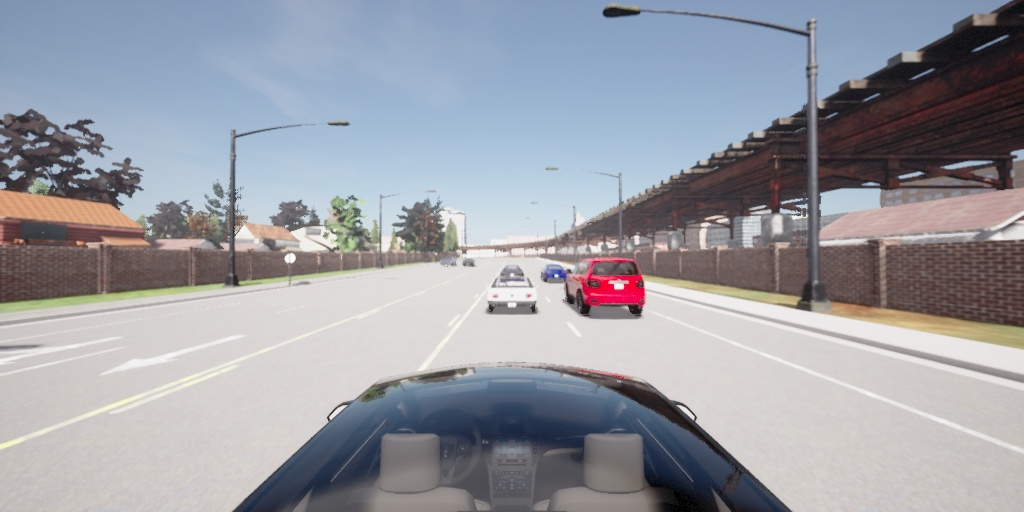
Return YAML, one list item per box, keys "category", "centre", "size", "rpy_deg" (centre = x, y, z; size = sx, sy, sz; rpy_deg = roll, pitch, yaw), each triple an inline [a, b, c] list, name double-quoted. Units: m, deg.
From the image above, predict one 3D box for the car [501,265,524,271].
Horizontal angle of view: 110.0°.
- category: "car"
  centre: [0.022, 1.440, 30.216]
  size: [1.994, 1.385, 4.181]
  rpy_deg: [0, 0, 1]

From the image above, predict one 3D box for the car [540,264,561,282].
- category: "car"
  centre: [3.529, 1.398, 30.674]
  size: [1.812, 1.442, 4.674]
  rpy_deg: [0, 1, 0]

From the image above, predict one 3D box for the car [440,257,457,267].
- category: "car"
  centre: [-10.553, 0.922, 59.549]
  size: [2.097, 1.767, 4.553]
  rpy_deg: [0, 1, 0]

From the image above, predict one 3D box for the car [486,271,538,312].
- category: "car"
  centre: [0.019, 1.477, 15.060]
  size: [1.895, 1.301, 4.718]
  rpy_deg: [0, 0, 0]

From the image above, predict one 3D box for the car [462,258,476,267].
- category: "car"
  centre: [-7.053, 1.053, 59.045]
  size: [1.882, 1.535, 5.008]
  rpy_deg: [0, 1, 0]

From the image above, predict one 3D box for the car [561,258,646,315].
- category: "car"
  centre: [3.514, 1.096, 14.408]
  size: [2.150, 2.045, 5.566]
  rpy_deg: [0, 0, 0]
